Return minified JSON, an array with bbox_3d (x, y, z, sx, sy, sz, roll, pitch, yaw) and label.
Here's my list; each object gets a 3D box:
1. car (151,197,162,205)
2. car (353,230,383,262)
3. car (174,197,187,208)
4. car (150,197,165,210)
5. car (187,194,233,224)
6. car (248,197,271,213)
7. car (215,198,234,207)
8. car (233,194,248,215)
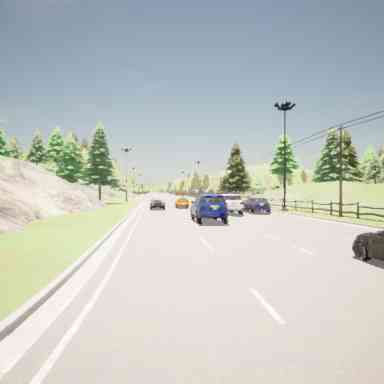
[{"bbox_3d":[-6.386,1.600,59.164,1.895,1.301,4.718,0,0,-7],"label":"car"},{"bbox_3d":[6.474,1.526,9.290,1.812,1.442,4.674,0,0,-5],"label":"car"},{"bbox_3d":[-1.459,1.478,47.420,1.882,1.535,5.008,0,-1,-7],"label":"car"},{"bbox_3d":[-4.517,1.601,43.516,1.895,1.301,4.718,0,0,-7],"label":"car"},{"bbox_3d":[1.216,1.220,25.046,2.150,2.045,5.566,0,0,-7],"label":"car"},{"bbox_3d":[6.910,1.354,36.403,2.097,1.767,4.553,0,0,-7],"label":"car"},{"bbox_3d":[5.026,1.600,52.144,1.895,1.301,4.718,0,0,-7],"label":"car"},{"bbox_3d":[3.659,1.223,34.081,2.150,2.045,5.566,0,0,-7],"label":"car"}]
